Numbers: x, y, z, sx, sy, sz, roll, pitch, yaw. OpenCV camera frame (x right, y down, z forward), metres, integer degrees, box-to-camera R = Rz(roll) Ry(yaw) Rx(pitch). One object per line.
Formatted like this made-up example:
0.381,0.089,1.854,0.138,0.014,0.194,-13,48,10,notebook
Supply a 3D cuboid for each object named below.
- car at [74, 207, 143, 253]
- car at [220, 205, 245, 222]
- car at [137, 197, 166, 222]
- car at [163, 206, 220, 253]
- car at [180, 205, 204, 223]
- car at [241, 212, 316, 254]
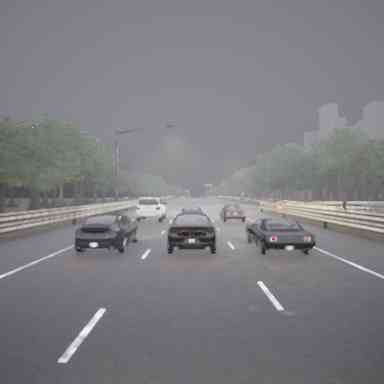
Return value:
-3.501,1.645,14.301,1.837,1.490,4.892,0,0,0,car
3.490,1.817,28.992,2.033,1.411,5.357,0,0,0,car
-3.511,1.486,29.013,2.150,2.045,5.566,0,0,0,car
0.002,1.616,14.463,1.882,1.535,5.008,0,0,0,car
-0.009,1.871,29.109,1.895,1.301,4.718,0,0,0,car
3.497,1.735,14.112,1.895,1.301,4.718,0,-1,0,car
